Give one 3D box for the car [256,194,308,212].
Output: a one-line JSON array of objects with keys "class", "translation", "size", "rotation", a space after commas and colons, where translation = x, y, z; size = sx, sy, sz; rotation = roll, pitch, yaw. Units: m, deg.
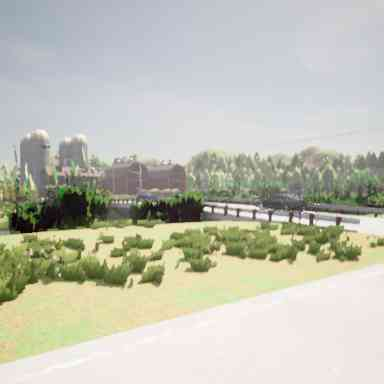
[{"class": "car", "translation": [7.754, 0.951, 29.049], "size": [1.837, 1.490, 4.892], "rotation": [0, 2, -33]}]
